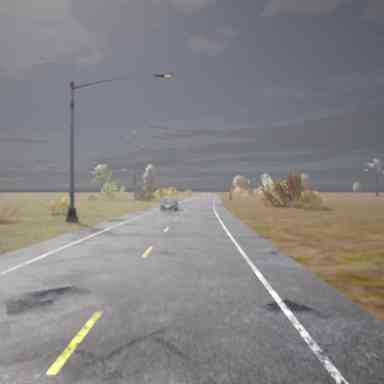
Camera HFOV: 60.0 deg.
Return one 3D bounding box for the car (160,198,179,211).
[{"bbox_3d":[-2.579,1.406,38.820,2.128,1.511,4.902,0,0,3],"label":"car"}]
